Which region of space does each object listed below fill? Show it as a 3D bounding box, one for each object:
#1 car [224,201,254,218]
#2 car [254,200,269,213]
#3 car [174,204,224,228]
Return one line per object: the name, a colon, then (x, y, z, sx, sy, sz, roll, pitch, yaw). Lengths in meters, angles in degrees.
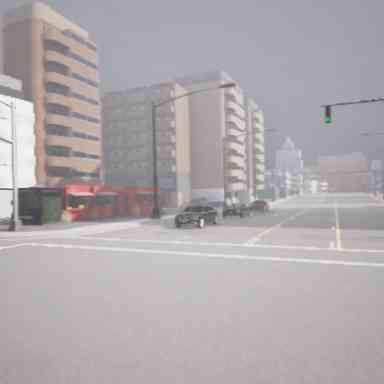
car: (4.361, 1.743, 32.499, 1.994, 1.385, 4.181, -1, -1, 23)
car: (8.380, 1.731, 41.752, 1.882, 1.535, 5.008, -1, -1, 23)
car: (0.413, 1.635, 23.311, 1.837, 1.490, 4.892, -1, -1, 24)
